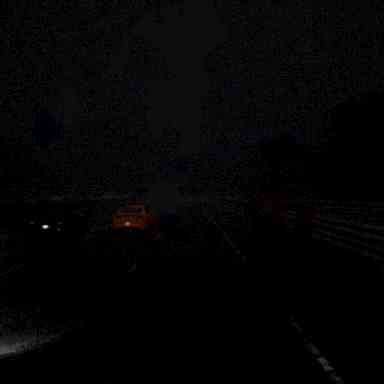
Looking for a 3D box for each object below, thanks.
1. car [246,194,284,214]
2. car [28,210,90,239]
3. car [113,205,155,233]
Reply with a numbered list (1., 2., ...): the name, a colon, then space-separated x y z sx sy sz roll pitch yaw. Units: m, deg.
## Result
1. car: 8.014 1.262 37.125 2.150 2.045 5.566 -2 1 -16
2. car: -6.900 1.615 17.658 1.994 1.385 4.181 0 0 0
3. car: -3.400 1.536 20.083 1.882 1.535 5.008 0 0 0
